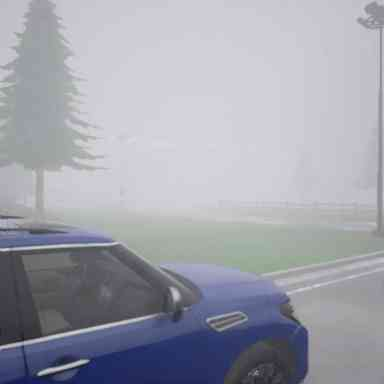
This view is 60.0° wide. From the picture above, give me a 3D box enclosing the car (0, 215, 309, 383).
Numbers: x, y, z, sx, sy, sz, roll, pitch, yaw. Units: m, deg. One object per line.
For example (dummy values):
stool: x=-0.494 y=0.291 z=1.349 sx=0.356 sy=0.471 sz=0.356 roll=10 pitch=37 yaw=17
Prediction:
car: x=-1.434 y=1.227 z=2.724 sx=5.566 sy=2.045 sz=2.150 roll=0 pitch=0 yaw=-36
